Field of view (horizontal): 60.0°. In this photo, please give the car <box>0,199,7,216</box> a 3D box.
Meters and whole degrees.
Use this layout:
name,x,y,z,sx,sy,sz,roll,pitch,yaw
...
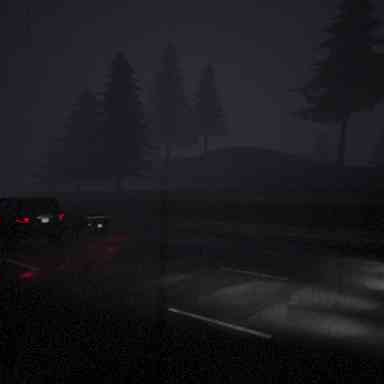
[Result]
name,x,y,z,sx,sy,sz,roll,pitch,yaw
car,-20.384,1.520,33.939,1.882,1.535,5.008,0,0,-38

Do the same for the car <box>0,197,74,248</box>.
name,x,y,z,sx,sy,sz,roll,pitch,yaw
car,-7.900,1.241,15.220,5.566,2.045,2.150,0,0,42

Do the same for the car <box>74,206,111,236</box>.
name,x,y,z,sx,sy,sz,roll,pitch,yaw
car,-6.508,1.516,18.744,4.902,1.511,2.128,0,0,43
